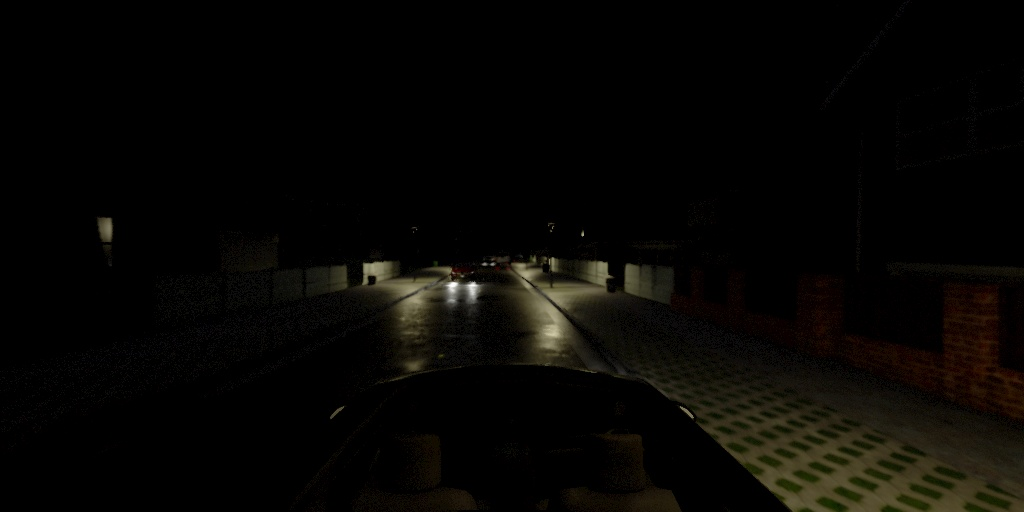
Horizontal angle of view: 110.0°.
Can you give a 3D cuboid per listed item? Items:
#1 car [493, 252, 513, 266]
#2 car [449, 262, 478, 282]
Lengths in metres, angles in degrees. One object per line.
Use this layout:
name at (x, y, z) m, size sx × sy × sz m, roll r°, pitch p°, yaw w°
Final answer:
car at (-1.297, 0.438, 55.037) m, size 2.150 × 2.045 × 5.566 m, roll -5°, pitch 1°, yaw 0°
car at (-3.732, 1.173, 28.314) m, size 1.812 × 1.442 × 4.674 m, roll 0°, pitch 1°, yaw -3°
